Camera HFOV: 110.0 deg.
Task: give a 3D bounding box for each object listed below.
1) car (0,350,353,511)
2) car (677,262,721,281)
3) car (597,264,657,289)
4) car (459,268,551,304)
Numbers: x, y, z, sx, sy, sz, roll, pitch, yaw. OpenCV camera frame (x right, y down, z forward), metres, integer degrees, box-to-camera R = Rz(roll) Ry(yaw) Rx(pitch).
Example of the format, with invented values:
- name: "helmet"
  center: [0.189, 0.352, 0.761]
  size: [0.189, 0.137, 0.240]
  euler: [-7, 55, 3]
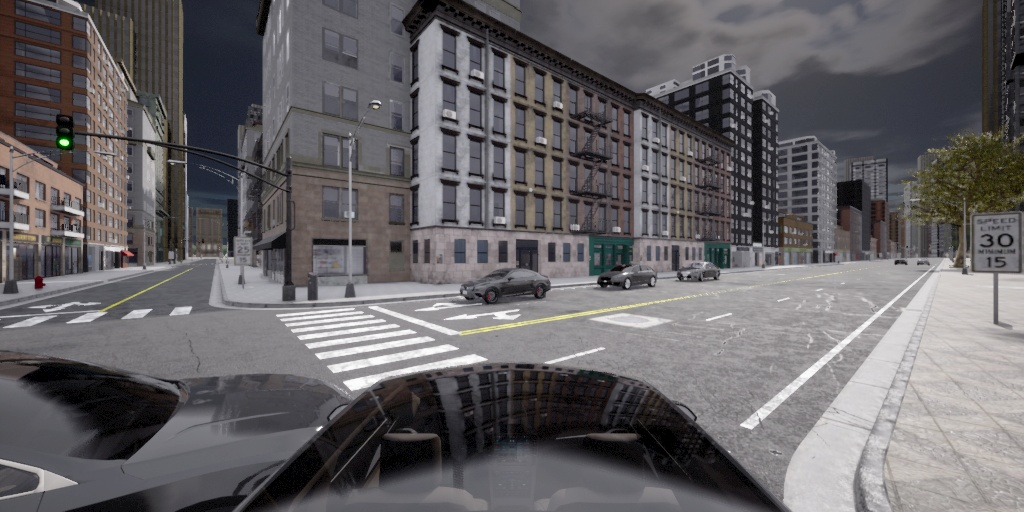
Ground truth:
- name: "car"
  center: [-3.239, 1.257, 1.646]
  size: [4.892, 1.490, 1.837]
  euler: [0, 0, -35]
- name: "car"
  center: [15.389, 1.232, 29.486]
  size: [4.902, 1.511, 2.128]
  euler: [0, 0, -39]
- name: "car"
  center: [7.440, 1.255, 22.942]
  size: [4.892, 1.490, 1.837]
  euler: [0, 0, -39]
- name: "car"
  center: [-0.194, 1.285, 16.647]
  size: [4.674, 1.442, 1.812]
  euler: [0, 0, -40]
